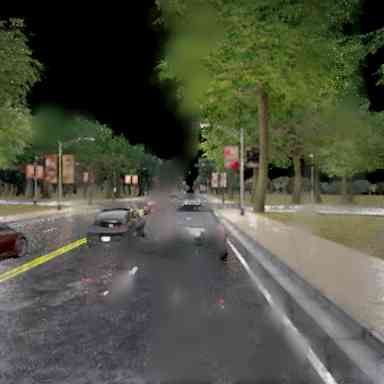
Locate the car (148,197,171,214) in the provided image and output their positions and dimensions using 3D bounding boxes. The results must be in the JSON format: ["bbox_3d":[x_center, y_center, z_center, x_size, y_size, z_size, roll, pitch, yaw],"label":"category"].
[{"bbox_3d":[-3.172,1.415,29.443,1.812,1.442,4.674,0,0,0],"label":"car"}]

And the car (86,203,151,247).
[{"bbox_3d":[-3.161,1.448,14.634,1.837,1.490,4.892,0,1,0],"label":"car"}]

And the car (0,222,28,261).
[{"bbox_3d":[-6.605,1.524,9.680,1.994,1.385,4.181,0,0,0],"label":"car"}]

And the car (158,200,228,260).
[{"bbox_3d":[0.092,1.303,12.318,2.097,1.767,4.553,0,0,0],"label":"car"}]

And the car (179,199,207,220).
[{"bbox_3d":[0.081,1.386,27.761,2.128,1.511,4.902,0,0,0],"label":"car"}]
